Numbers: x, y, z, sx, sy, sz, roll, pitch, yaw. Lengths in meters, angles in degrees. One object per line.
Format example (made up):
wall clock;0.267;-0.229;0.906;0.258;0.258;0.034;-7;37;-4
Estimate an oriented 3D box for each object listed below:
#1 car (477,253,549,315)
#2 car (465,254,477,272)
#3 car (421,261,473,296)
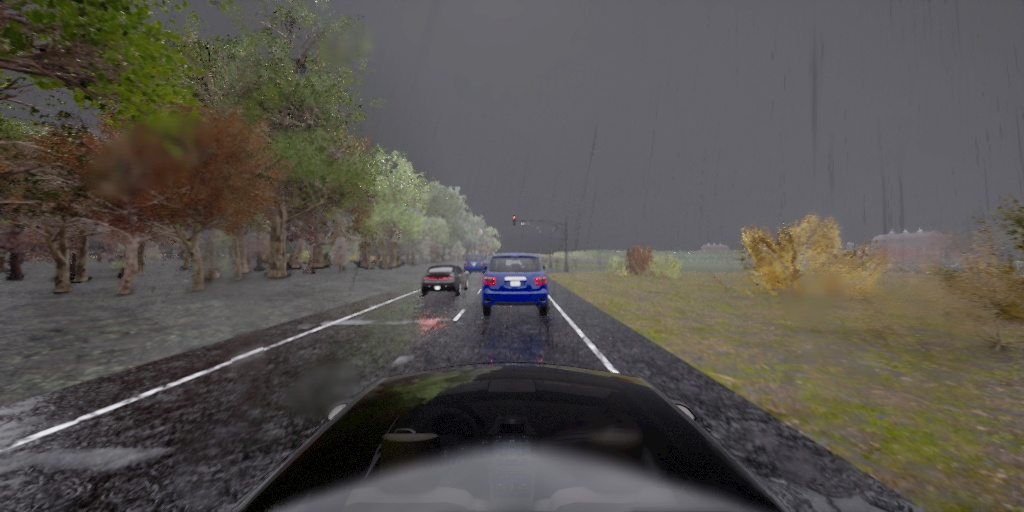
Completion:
car;0.101;0.930;13.479;2.150;2.045;5.566;0;0;0
car;-3.399;0.858;34.696;2.150;2.045;5.566;0;0;0
car;-3.400;1.197;18.770;1.837;1.490;4.892;0;0;0
